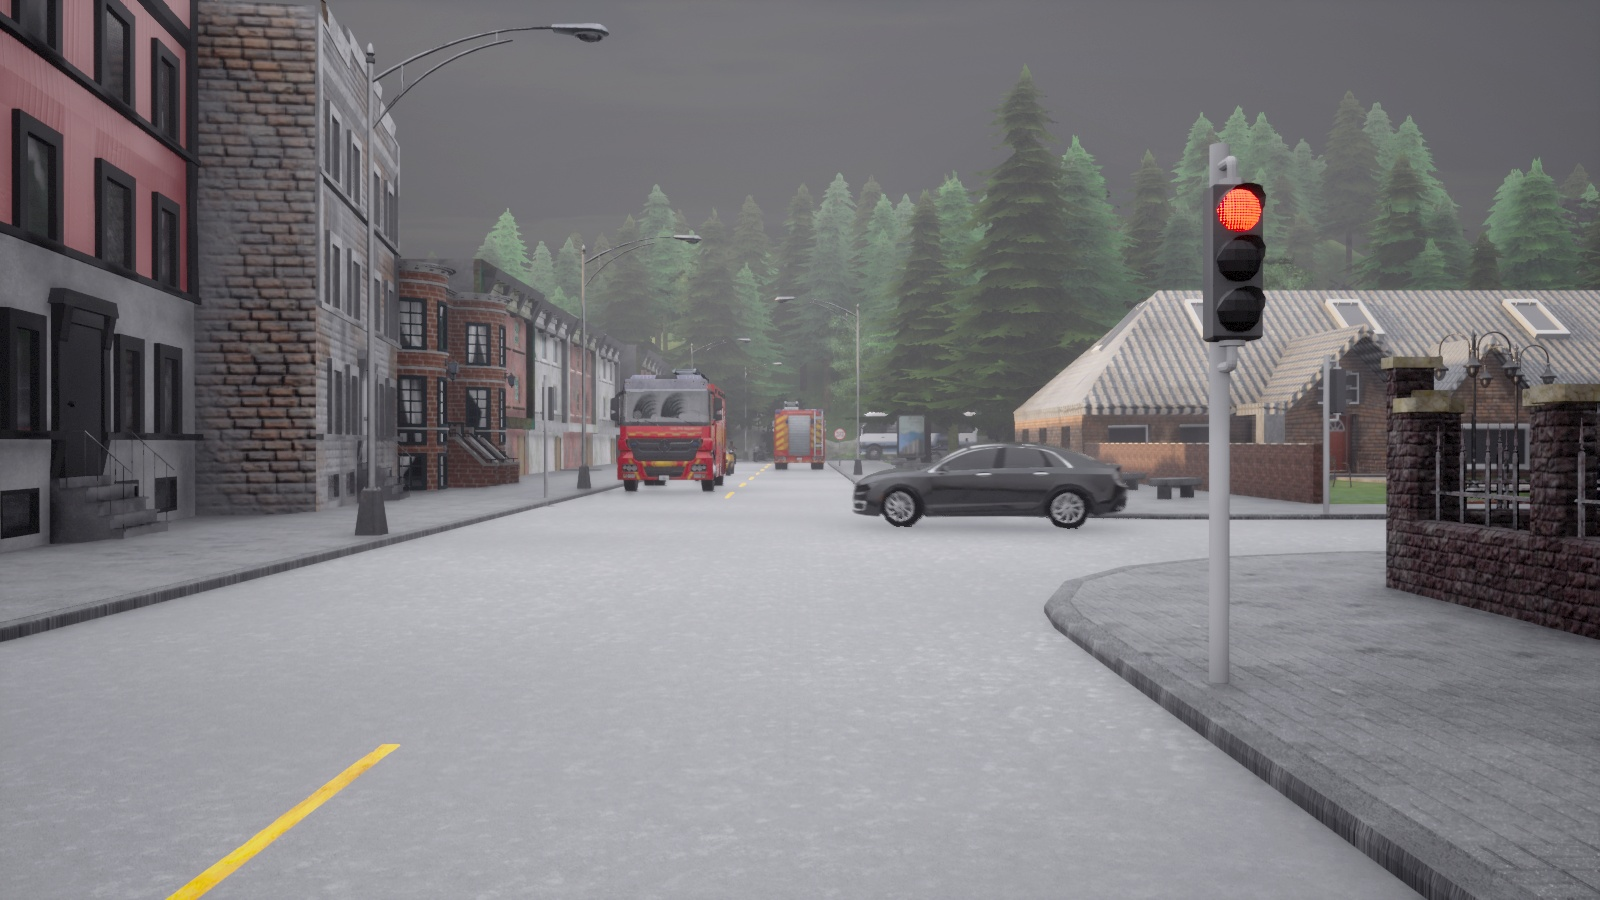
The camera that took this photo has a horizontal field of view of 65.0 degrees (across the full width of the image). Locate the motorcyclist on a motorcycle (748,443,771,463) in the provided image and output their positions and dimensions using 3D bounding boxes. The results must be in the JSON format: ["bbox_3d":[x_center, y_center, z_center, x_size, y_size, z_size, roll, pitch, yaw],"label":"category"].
[{"bbox_3d":[-3.125,0.233,97.131,0.866,1.530,2.191,1,1,27],"label":"motorcyclist on a motorcycle"}]

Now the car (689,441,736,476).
[{"bbox_3d":[-4.050,0.350,58.914,1.801,1.575,5.366,0,0,0],"label":"car"}]

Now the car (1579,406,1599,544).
[{"bbox_3d":[14.694,0.375,18.153,5.566,2.045,2.150,0,0,-1],"label":"car"}]

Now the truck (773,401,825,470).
[{"bbox_3d":[-0.036,-0.837,74.171,2.891,3.827,8.468,0,0,0],"label":"truck"}]

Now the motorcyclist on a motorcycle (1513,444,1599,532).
[{"bbox_3d":[13.991,0.667,22.289,2.191,1.530,0.866,0,0,0],"label":"motorcyclist on a motorcycle"}]

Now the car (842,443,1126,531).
[{"bbox_3d":[3.320,0.626,22.752,4.892,1.490,1.837,0,1,10],"label":"car"}]

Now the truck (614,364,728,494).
[{"bbox_3d":[-4.048,-0.654,41.252,2.891,3.827,8.468,0,0,0],"label":"truck"}]
